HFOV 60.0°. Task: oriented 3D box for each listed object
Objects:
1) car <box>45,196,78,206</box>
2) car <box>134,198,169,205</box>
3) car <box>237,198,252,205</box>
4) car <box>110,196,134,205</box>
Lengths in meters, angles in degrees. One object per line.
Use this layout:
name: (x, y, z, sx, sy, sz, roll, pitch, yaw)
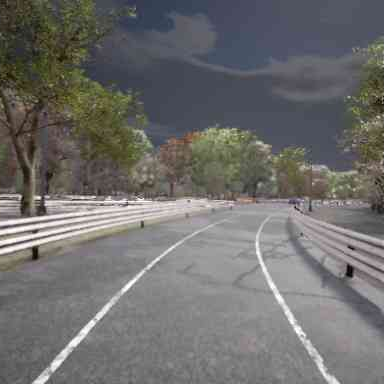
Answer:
car: (-16.916, 1.270, 43.082, 1.994, 1.385, 4.181, 2, 0, 38)
car: (-5.232, 1.622, 46.653, 1.882, 1.535, 5.008, 2, 0, 38)
car: (12.978, 2.205, 81.269, 2.097, 1.767, 4.553, 2, 0, 38)
car: (-9.256, 1.346, 47.186, 2.097, 1.767, 4.553, 2, 0, 38)
